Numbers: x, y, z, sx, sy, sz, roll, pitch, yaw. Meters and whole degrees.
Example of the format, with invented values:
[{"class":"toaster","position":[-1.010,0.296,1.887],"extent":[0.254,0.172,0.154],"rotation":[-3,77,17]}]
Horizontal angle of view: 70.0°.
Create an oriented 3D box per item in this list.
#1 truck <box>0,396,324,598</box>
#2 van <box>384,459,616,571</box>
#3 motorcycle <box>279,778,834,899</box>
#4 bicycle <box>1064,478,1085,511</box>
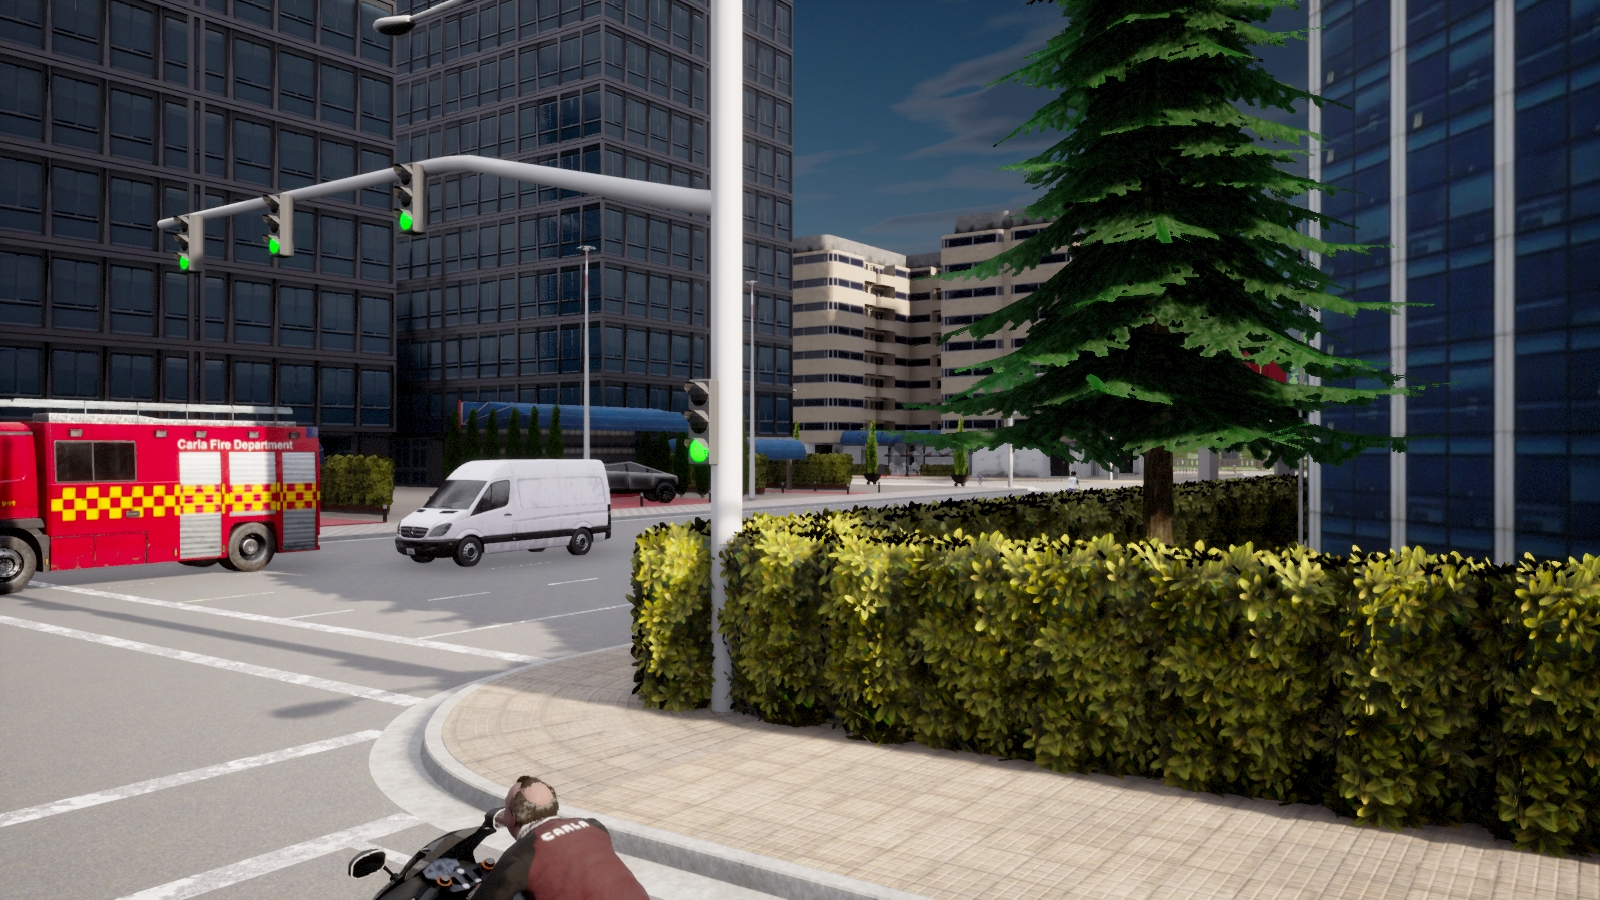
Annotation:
[{"class":"truck","position":[-14.959,0.889,24.598],"extent":[2.891,3.827,8.468],"rotation":[0,0,34]},{"class":"van","position":[-7.573,1.533,29.577],"extent":[1.988,2.561,5.915],"rotation":[0,0,35]},{"class":"motorcycle","position":[-1.027,2.205,4.504],"extent":[2.209,1.251,0.867],"rotation":[0,0,35]},{"class":"bicycle","position":[12.711,2.055,52.838],"extent":[0.373,1.496,1.643],"rotation":[0,0,35]}]
